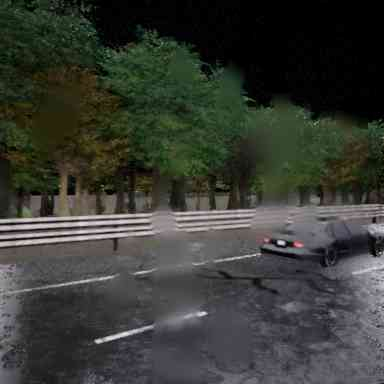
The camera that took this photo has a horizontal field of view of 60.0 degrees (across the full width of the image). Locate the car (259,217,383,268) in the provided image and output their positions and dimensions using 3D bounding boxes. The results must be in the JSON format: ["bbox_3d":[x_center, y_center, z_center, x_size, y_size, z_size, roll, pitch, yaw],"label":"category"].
[{"bbox_3d":[4.706,1.572,11.400,5.357,1.411,2.033,0,0,-36],"label":"car"}]
